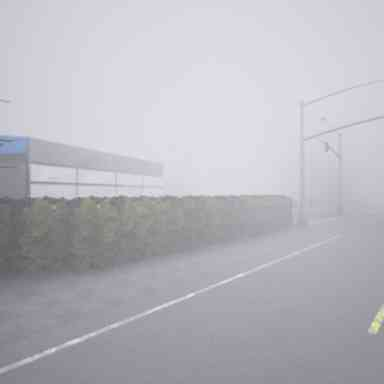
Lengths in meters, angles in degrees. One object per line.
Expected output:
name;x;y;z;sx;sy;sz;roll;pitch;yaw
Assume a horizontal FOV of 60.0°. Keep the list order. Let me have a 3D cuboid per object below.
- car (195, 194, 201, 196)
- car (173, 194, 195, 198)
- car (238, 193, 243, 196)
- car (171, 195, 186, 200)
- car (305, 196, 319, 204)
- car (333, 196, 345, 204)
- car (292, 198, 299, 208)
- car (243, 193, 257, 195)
car;1.628;1.365;85.904;2.152;1.636;5.027;0;0;38
car;-2.177;1.459;65.909;2.007;1.523;4.514;0;0;38
car;11.707;1.271;78.024;1.905;1.878;3.866;0;0;38
car;-3.627;1.451;89.601;1.970;1.475;3.806;0;0;38
car;21.888;1.539;60.994;1.970;1.475;3.806;0;0;38
car;28.806;1.540;65.004;1.845;1.501;3.633;0;0;38
car;12.779;1.452;44.488;2.007;1.523;4.514;0;0;38
car;14.250;1.289;76.559;1.932;1.855;4.605;0;0;38
